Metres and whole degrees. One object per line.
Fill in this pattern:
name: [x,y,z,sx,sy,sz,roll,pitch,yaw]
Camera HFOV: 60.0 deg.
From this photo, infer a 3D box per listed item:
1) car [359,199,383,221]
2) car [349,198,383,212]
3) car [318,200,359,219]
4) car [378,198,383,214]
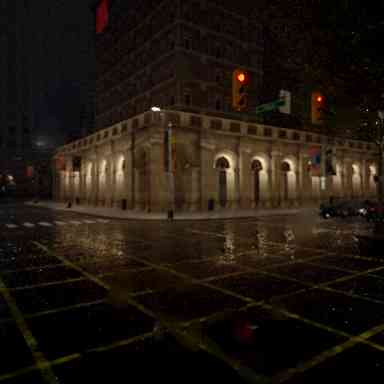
car: [14.583,1.322,24.207,5.008,1.535,1.882,0,0,-35]
car: [18.947,1.378,35.511,4.718,1.301,1.895,0,0,-36]
car: [12.590,1.391,27.084,5.357,1.411,2.033,0,0,-35]
car: [20.393,1.291,32.570,4.892,1.490,1.837,0,0,-35]
